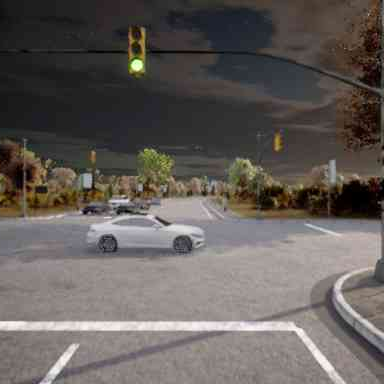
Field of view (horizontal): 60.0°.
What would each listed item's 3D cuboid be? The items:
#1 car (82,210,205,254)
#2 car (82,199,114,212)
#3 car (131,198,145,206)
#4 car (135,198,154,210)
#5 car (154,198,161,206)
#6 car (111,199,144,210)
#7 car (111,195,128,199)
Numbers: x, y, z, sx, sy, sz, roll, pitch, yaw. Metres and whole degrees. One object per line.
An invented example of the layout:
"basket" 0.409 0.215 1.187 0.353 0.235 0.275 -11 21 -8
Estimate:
"car" -1.833 1.611 13.364 4.674 1.442 1.812 0 0 3
"car" -10.488 1.779 36.735 2.033 1.411 5.357 0 0 0
"car" -10.310 1.911 64.254 1.837 1.490 4.892 0 -1 0
"car" -6.949 1.854 46.139 1.994 1.385 4.181 0 0 0
"car" -6.829 1.898 62.176 1.837 1.490 4.892 0 -1 1
"car" -6.988 1.779 36.718 2.033 1.411 5.357 0 0 0
"car" -10.446 1.517 47.295 2.150 2.045 5.566 0 0 1
